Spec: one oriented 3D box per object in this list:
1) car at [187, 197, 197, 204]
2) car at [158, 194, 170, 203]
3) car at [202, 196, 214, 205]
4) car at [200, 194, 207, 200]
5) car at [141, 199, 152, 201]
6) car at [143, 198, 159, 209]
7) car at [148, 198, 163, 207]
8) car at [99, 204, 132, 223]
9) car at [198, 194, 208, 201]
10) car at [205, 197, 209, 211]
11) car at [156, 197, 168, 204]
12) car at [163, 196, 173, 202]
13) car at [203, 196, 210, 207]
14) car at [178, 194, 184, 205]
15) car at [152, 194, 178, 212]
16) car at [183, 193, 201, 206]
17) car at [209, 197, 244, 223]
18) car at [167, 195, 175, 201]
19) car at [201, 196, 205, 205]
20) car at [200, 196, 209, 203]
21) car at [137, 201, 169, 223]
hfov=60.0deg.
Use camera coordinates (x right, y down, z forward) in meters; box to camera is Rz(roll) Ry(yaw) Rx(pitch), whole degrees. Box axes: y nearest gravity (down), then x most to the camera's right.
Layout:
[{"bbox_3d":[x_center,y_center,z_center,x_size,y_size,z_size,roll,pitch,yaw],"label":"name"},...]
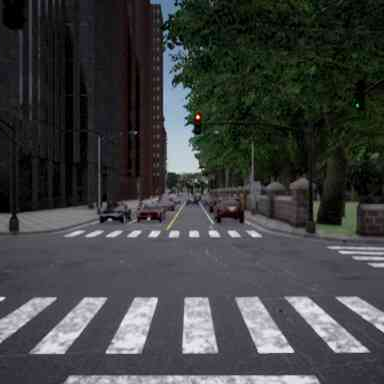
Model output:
[{"bbox_3d":[0.029,1.614,66.026,1.994,1.385,4.181,0,0,0],"label":"car"},{"bbox_3d":[-5.732,1.369,69.141,2.192,1.841,5.009,0,0,0],"label":"car"},{"bbox_3d":[2.789,1.482,58.230,1.967,1.590,4.097,0,0,0],"label":"car"},{"bbox_3d":[2.786,1.476,52.773,1.967,1.590,4.097,0,0,0],"label":"car"},{"bbox_3d":[-5.744,1.576,41.856,2.008,1.369,4.403,0,0,0],"label":"car"},{"bbox_3d":[-5.742,1.612,47.313,1.802,1.307,4.206,0,0,0],"label":"car"},{"bbox_3d":[-5.739,1.618,52.770,1.802,1.307,4.206,0,0,0],"label":"car"},{"bbox_3d":[-5.751,1.574,25.485,1.947,1.339,4.313,0,0,0],"label":"car"},{"bbox_3d":[2.800,1.392,85.512,2.192,1.841,5.009,0,0,0],"label":"car"},{"bbox_3d":[2.779,1.585,36.403,1.947,1.339,4.313,0,0,0],"label":"car"},{"bbox_3d":[-5.734,1.630,63.684,1.802,1.307,4.206,0,0,0],"label":"car"},{"bbox_3d":[-5.727,1.613,80.055,1.887,1.381,4.507,0,0,0],"label":"car"},{"bbox_3d":[2.781,1.576,41.859,2.008,1.369,4.403,0,0,0],"label":"car"},{"bbox_3d":[-2.976,1.558,59.864,1.837,1.490,4.892,0,0,0],"label":"car"},{"bbox_3d":[-3.079,1.375,38.901,2.097,1.767,4.553,0,0,0],"label":"car"},{"bbox_3d":[0.079,1.391,55.763,2.097,1.767,4.553,0,0,0],"label":"car"},{"bbox_3d":[2.774,1.324,25.491,2.192,1.841,5.009,0,0,0],"label":"car"},{"bbox_3d":[-5.723,1.526,90.969,1.967,1.590,4.097,0,0,0],"label":"car"},{"bbox_3d":[2.784,1.581,47.316,2.008,1.369,4.403,0,0,0],"label":"car"},{"bbox_3d":[2.796,1.586,74.769,1.752,1.417,4.829,0,0,0],"label":"car"},{"bbox_3d":[-3.088,1.610,25.930,1.895,1.301,4.718,0,0,0],"label":"car"}]
